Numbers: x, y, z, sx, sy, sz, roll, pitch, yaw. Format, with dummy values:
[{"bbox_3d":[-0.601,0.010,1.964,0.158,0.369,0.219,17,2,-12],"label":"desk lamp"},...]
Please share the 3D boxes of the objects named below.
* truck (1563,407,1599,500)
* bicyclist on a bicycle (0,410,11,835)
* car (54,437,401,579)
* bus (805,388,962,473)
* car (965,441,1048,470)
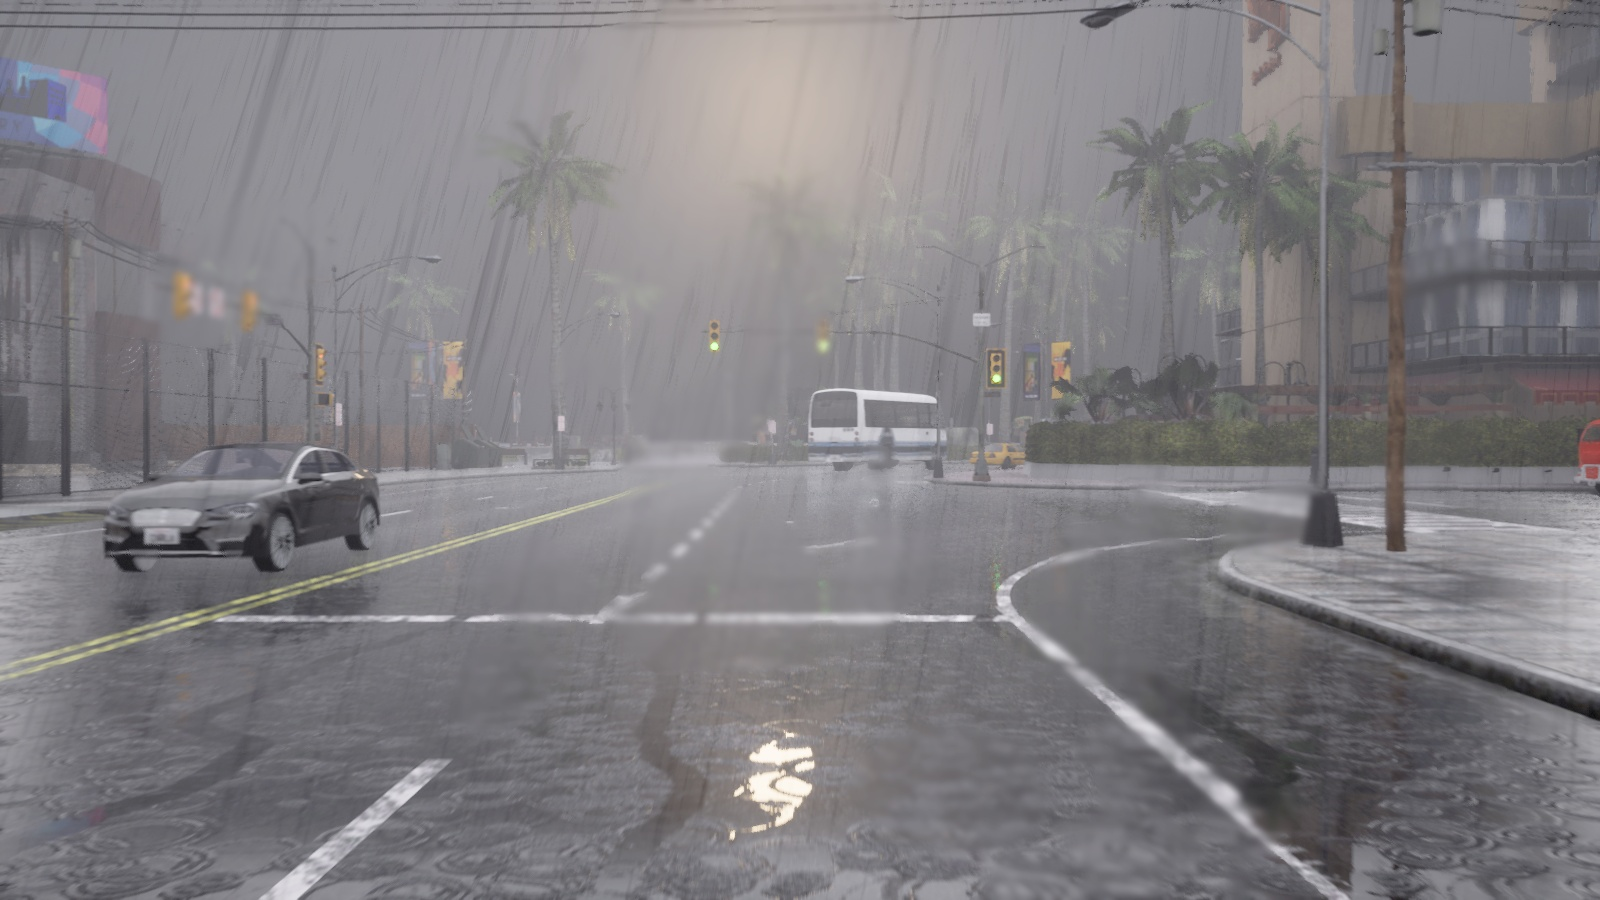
[{"bbox_3d":[23.877,0.089,33.694,5.204,2.467,2.627,0,0,0],"label":"truck"},{"bbox_3d":[-3.472,0.657,4.073,0.866,1.612,1.509,0,0,0],"label":"bicyclist on a bicycle"},{"bbox_3d":[-6.889,0.608,15.855,2.128,1.511,4.902,0,0,0],"label":"car"},{"bbox_3d":[4.723,-1.009,67.998,3.944,4.253,10.273,0,0,33],"label":"bus"},{"bbox_3d":[11.635,0.297,70.504,1.801,1.575,5.366,0,1,45],"label":"car"}]
